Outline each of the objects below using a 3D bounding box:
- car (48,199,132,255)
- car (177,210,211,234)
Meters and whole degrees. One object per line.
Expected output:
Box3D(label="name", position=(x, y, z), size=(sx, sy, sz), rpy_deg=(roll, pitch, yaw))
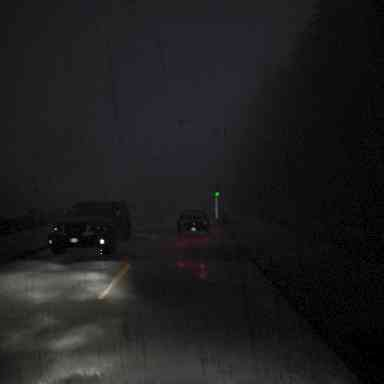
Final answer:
Box3D(label="car", position=(-4.030, 1.347, 14.209), size=(2.150, 2.045, 5.566), rpy_deg=(0, -1, 1))
Box3D(label="car", position=(0.094, 1.775, 20.426), size=(1.895, 1.301, 4.718), rpy_deg=(0, 0, 0))
